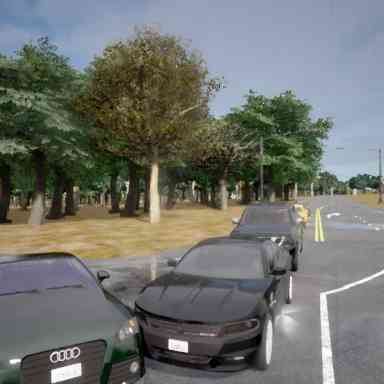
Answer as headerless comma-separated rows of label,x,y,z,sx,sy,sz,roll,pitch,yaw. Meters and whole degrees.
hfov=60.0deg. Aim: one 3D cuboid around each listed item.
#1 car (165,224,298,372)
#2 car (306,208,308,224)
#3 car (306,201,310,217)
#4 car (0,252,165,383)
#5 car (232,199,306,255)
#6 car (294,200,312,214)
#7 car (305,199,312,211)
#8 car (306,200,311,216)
car,0.751,1.612,6.226,1.882,1.535,5.008,-1,-2,21
car,5.117,1.772,18.263,1.895,1.301,4.718,-1,0,21
car,7.275,1.660,24.014,1.882,1.535,5.008,-1,0,21
car,-2.297,1.642,4.933,1.994,1.385,4.181,1,-2,-33
car,2.881,1.458,12.363,2.150,2.045,5.566,-2,0,21
car,13.382,1.742,40.094,1.812,1.442,4.674,-1,0,21
car,11.378,1.558,34.887,2.097,1.767,4.553,-1,0,21
car,9.343,1.720,29.515,1.812,1.442,4.674,-1,0,21
